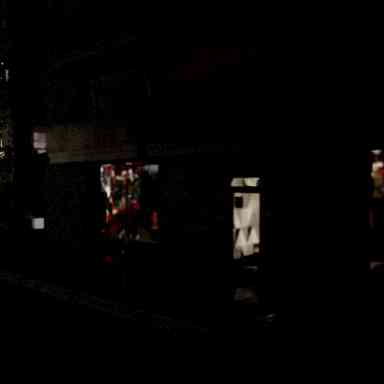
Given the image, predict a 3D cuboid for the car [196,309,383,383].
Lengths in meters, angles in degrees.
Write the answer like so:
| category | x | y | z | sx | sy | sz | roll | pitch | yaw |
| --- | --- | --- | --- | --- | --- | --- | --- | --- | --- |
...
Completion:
| category | x | y | z | sx | sy | sz | roll | pitch | yaw |
| --- | --- | --- | --- | --- | --- | --- | --- | --- | --- |
| car | 2.230 | 1.315 | 1.268 | 5.009 | 1.841 | 2.192 | 0 | 1 | 35 |
